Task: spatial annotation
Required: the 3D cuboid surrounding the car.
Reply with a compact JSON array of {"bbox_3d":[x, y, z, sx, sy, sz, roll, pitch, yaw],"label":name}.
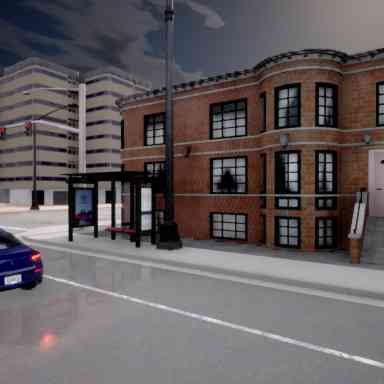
[{"bbox_3d":[-5.289,1.508,7.718,4.674,1.442,1.812,0,0,36],"label":"car"}]
